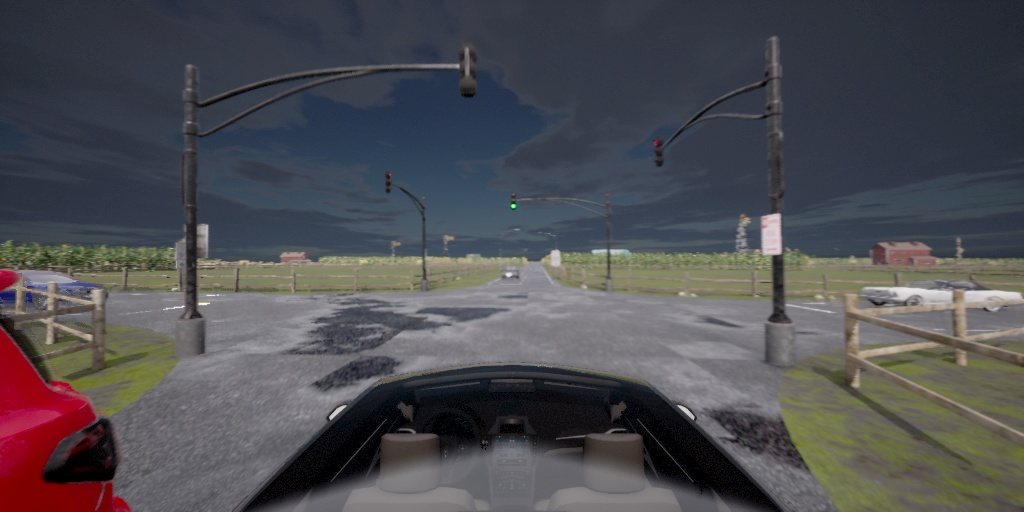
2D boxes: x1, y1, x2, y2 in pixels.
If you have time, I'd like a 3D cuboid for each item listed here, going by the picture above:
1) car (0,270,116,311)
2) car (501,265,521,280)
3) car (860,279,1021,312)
[{"bbox_3d":[-19.291,1.341,14.551,4.674,1.442,1.812,0,-1,4],"label":"car"},{"bbox_3d":[-0.120,1.755,38.252,2.128,1.511,4.902,-1,-1,4],"label":"car"},{"bbox_3d":[18.431,1.670,15.685,4.718,1.301,1.895,0,-1,6],"label":"car"}]
